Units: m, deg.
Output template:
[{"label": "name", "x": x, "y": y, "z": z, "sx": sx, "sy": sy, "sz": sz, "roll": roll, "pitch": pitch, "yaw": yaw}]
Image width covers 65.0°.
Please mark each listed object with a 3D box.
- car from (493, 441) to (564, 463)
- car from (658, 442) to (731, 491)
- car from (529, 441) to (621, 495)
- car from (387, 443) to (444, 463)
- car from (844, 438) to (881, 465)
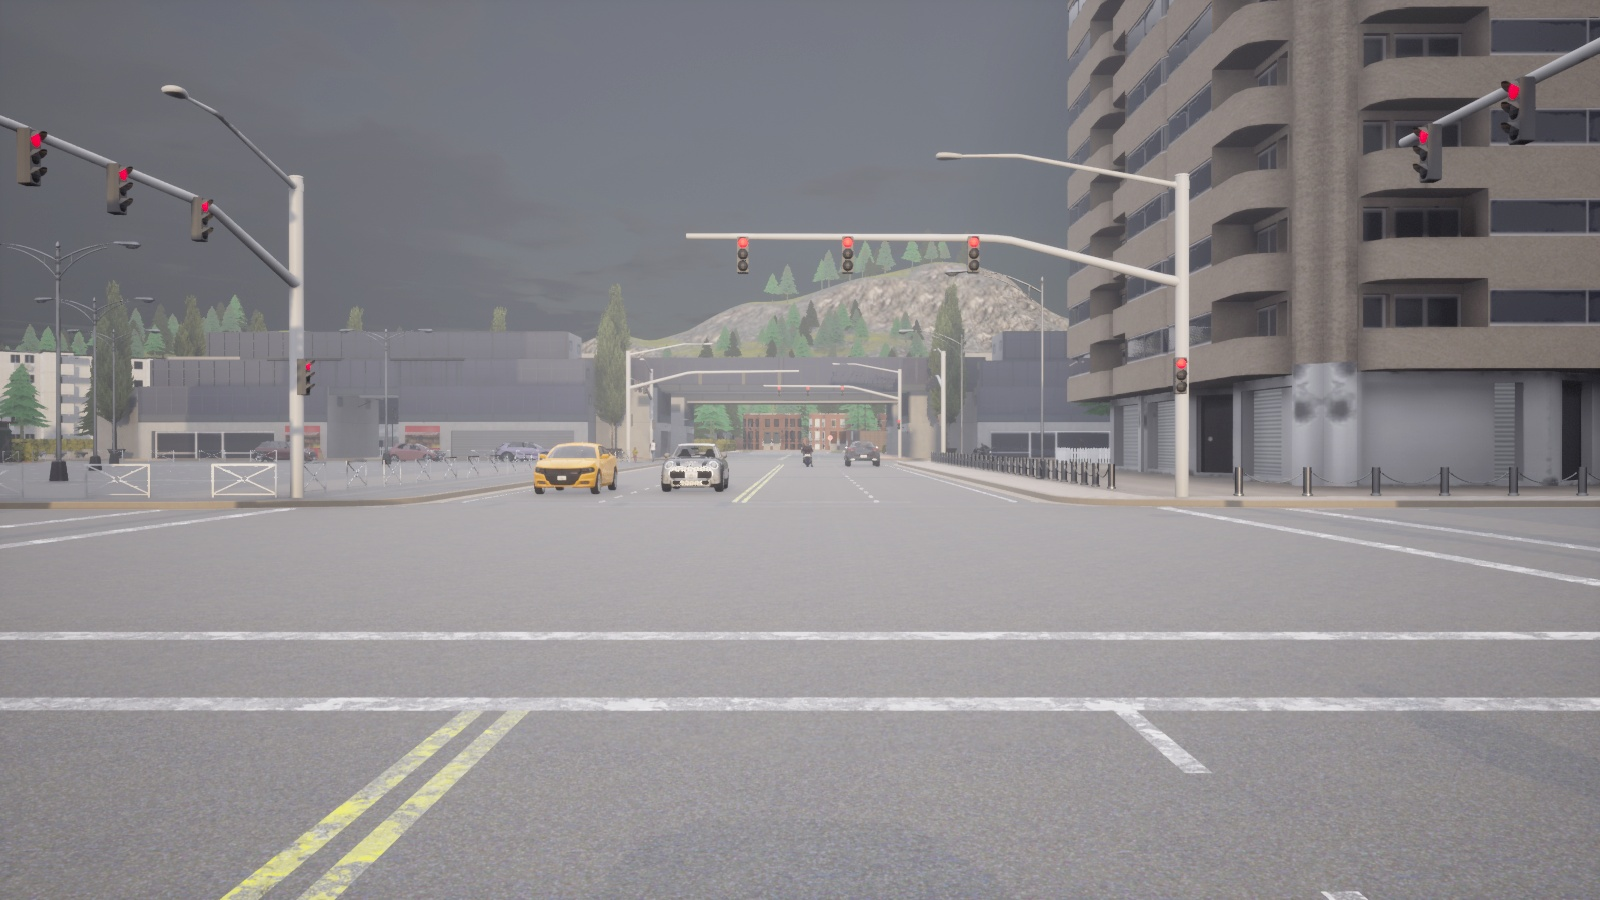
[{"label": "car", "x": -20.163, "y": 0.133, "z": 93.345, "sx": 4.856, "sy": 1.649, "sz": 2.033, "roll": 0, "pitch": 0, "yaw": 1}, {"label": "car", "x": -3.257, "y": 0.486, "z": 39.460, "sx": 1.970, "sy": 1.475, "sz": 3.806, "roll": 0, "pitch": 0, "yaw": 0}, {"label": "car", "x": -6.764, "y": 0.503, "z": 38.227, "sx": 1.882, "sy": 1.535, "sz": 5.008, "roll": 0, "pitch": 0, "yaw": 0}, {"label": "car", "x": -28.654, "y": 0.209, "z": 93.600, "sx": 3.633, "sy": 1.501, "sz": 1.845, "roll": 0, "pitch": 0, "yaw": 2}, {"label": "car", "x": 3.982, "y": 0.073, "z": 80.615, "sx": 2.152, "sy": 1.651, "sz": 5.027, "roll": 0, "pitch": 0, "yaw": 0}]
